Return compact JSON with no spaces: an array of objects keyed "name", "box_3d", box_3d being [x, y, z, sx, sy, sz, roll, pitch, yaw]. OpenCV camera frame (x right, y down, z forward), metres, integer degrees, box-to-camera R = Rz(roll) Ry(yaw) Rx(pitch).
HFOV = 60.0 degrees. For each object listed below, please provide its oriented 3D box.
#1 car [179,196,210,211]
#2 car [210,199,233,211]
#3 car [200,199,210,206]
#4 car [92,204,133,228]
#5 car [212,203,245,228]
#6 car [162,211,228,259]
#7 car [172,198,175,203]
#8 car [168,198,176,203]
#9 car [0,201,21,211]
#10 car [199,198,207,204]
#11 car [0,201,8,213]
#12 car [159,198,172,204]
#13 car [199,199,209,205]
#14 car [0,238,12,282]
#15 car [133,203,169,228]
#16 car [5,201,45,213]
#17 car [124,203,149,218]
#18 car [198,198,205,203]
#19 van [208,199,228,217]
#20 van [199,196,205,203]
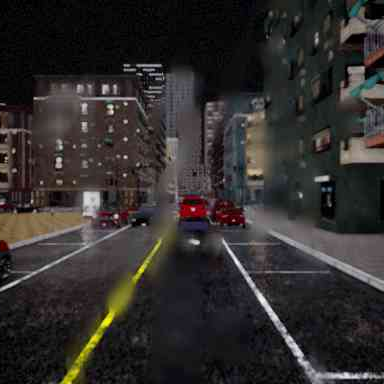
[{"name":"car","box_3d":[0.084,1.444,27.942,2.150,2.045,5.566,0,0,0]},{"name":"car","box_3d":[2.672,1.547,29.153,2.192,1.841,5.009,0,0,0]},{"name":"car","box_3d":[2.660,2.131,67.072,1.802,1.307,4.206,0,0,0]},{"name":"car","box_3d":[-5.706,1.627,23.622,1.967,1.590,4.097,0,0,0]},{"name":"car","box_3d":[2.676,1.732,23.624,1.887,1.381,4.507,0,0,0]},{"name":"car","box_3d":[0.088,1.665,13.024,1.994,1.385,4.181,0,-1,0]},{"name":"car","box_3d":[-5.725,2.211,78.128,1.947,1.339,4.313,0,-1,0]},{"name":"car","box_3d":[-5.731,2.336,94.698,1.887,1.381,4.507,0,-1,0]},{"name":"car","box_3d":[-30.291,2.260,53.999,4.097,1.590,1.967,-1,1,0]},{"name":"car","box_3d":[2.654,2.238,83.642,1.887,1.381,4.507,0,-1,0]},{"name":"car","box_3d":[-27.988,2.334,45.379,4.403,1.369,2.008,-1,1,0]},{"name":"car","box_3d":[-5.721,2.114,67.081,1.947,1.339,4.313,0,0,0]},{"name":"car","box_3d":[2.658,2.162,72.596,1.947,1.339,4.313,0,-1,0]},{"name":"car","box_3d":[-5.699,1.495,7.041,1.967,1.590,4.097,0,0,0]},{"name":"car","box_3d":[-3.104,1.738,24.107,2.033,1.411,5.357,0,0,0]},{"name":"car","box_3d":[-22.419,2.253,45.422,4.403,1.369,2.008,-1,1,0]},{"name":"car","box_3d":[-5.709,1.859,34.677,1.802,1.307,4.206,0,0,0]},{"name":"car","box_3d":[2.650,2.358,94.689,1.947,1.339,4.313,0,-1,0]},{"name":"van","box_3d":[2.670,1.619,34.681,1.690,1.788,3.998,0,0,0]},{"name":"van","box_3d":[2.650,2.084,89.167,1.690,1.788,3.998,0,-1,0]}]
